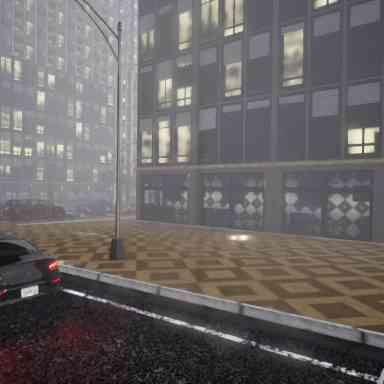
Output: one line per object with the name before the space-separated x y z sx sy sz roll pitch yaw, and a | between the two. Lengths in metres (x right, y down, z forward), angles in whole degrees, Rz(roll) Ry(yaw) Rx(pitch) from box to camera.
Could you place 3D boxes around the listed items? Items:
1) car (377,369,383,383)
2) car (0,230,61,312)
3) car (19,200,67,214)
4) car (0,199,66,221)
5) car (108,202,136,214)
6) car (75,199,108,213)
car | 3.259 1.353 1.362 4.553 1.767 2.097 0 0 35
car | -4.630 1.522 6.976 4.674 1.442 1.812 0 0 35
car | -17.226 1.643 38.582 1.752 1.417 4.829 1 0 36
car | -13.722 1.520 29.209 2.192 1.841 5.009 1 0 36
car | -6.930 1.830 38.425 1.752 1.417 4.829 1 0 36
car | -12.114 1.707 41.135 1.837 1.490 4.892 1 1 36
